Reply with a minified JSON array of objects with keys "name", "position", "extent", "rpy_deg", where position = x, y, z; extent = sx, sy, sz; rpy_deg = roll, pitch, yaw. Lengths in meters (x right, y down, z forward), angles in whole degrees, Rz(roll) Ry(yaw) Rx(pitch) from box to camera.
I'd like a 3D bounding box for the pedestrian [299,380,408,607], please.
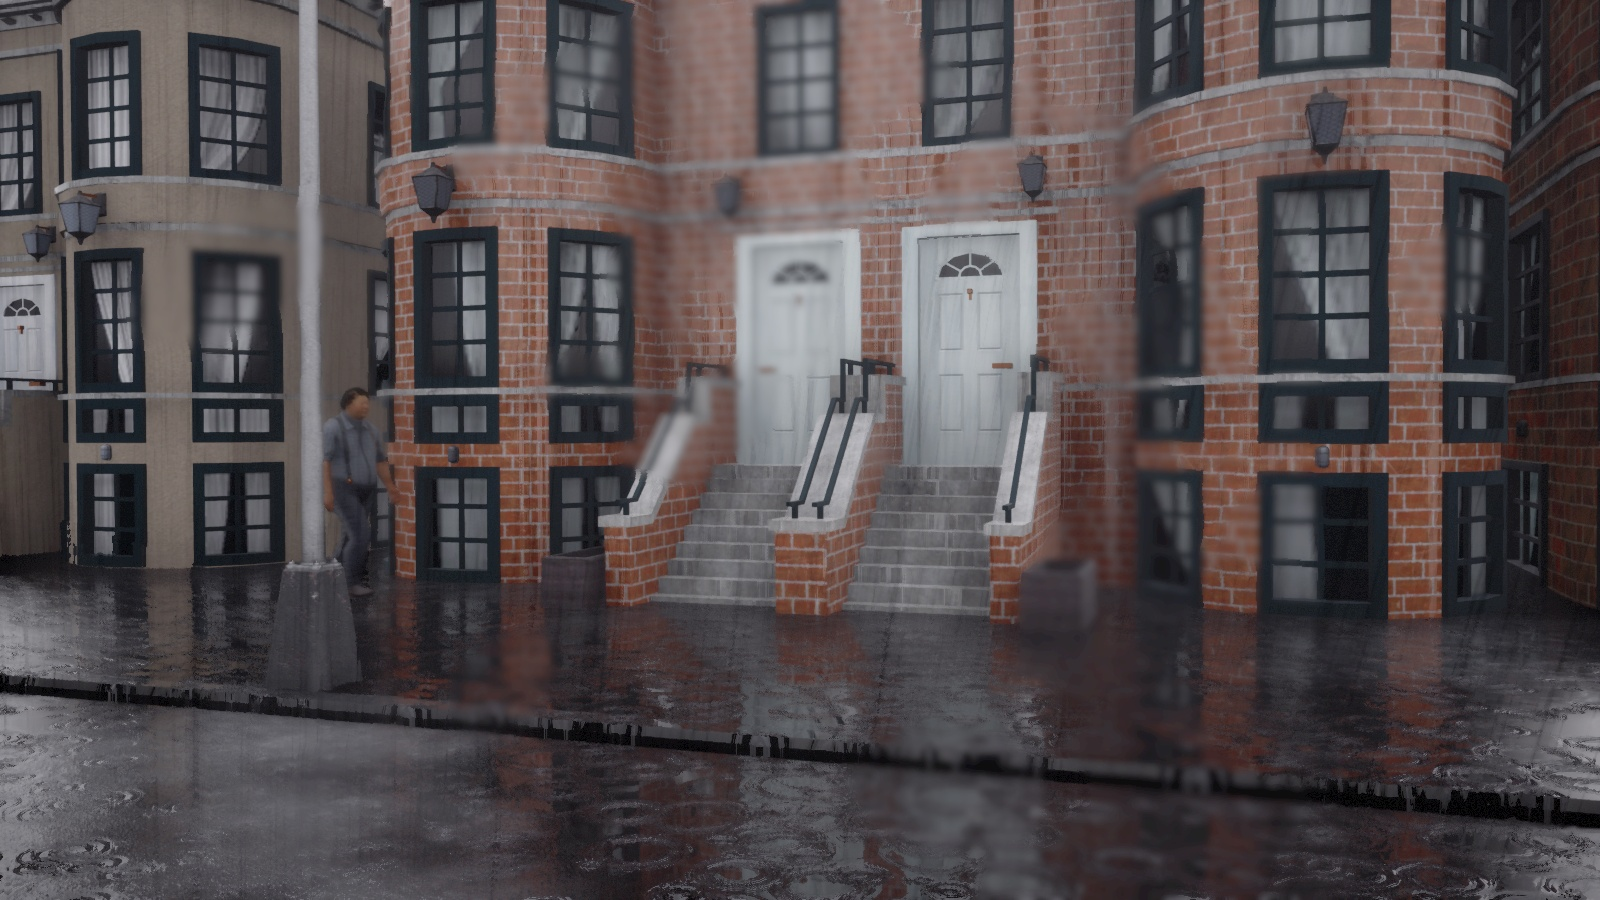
[{"name":"pedestrian","position":[-3.770,0.352,10.620],"extent":[0.694,1.848,0.540],"rpy_deg":[1,1,27]}]
